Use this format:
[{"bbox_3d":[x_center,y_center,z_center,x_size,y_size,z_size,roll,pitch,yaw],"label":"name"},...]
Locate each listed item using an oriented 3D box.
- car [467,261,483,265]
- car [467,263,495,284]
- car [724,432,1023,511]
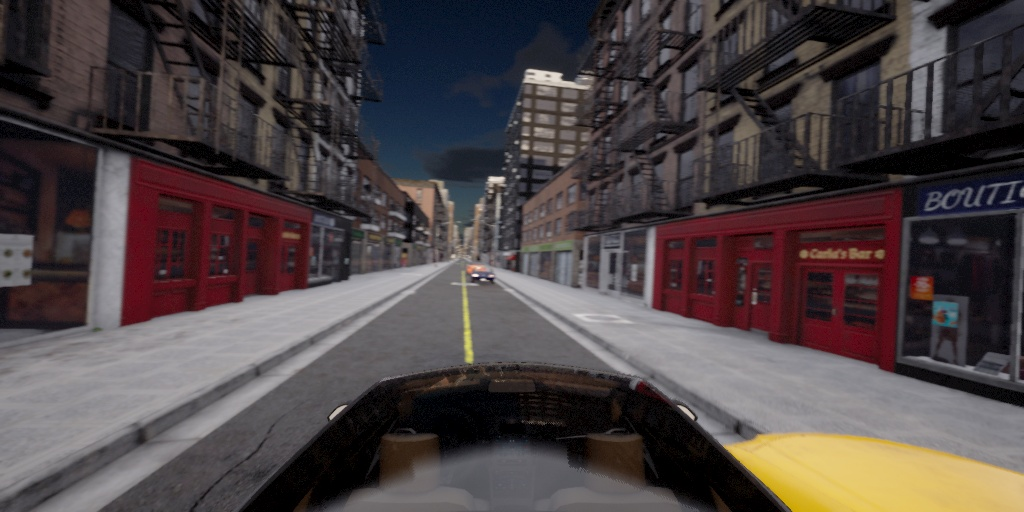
[{"bbox_3d":[-4.152,1.352,41.541,2.097,1.767,4.553,3,-1,-7],"label":"car"},{"bbox_3d":[-2.499,1.545,29.722,1.895,1.301,4.718,3,-1,-8],"label":"car"},{"bbox_3d":[2.503,1.324,0.242,1.801,1.575,5.366,3,-1,-8],"label":"car"}]
